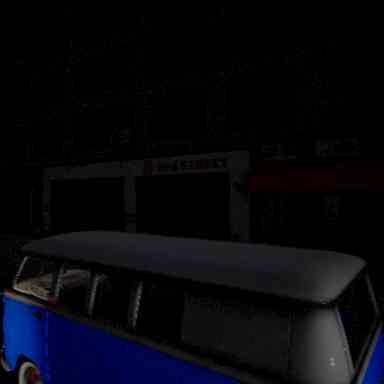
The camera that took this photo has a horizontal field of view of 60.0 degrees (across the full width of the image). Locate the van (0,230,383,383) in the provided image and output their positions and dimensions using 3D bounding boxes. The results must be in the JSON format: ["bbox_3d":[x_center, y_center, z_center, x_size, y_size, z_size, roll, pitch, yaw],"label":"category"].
[{"bbox_3d":[-0.305,1.358,3.305,3.998,1.788,1.690,-1,0,36],"label":"van"}]
